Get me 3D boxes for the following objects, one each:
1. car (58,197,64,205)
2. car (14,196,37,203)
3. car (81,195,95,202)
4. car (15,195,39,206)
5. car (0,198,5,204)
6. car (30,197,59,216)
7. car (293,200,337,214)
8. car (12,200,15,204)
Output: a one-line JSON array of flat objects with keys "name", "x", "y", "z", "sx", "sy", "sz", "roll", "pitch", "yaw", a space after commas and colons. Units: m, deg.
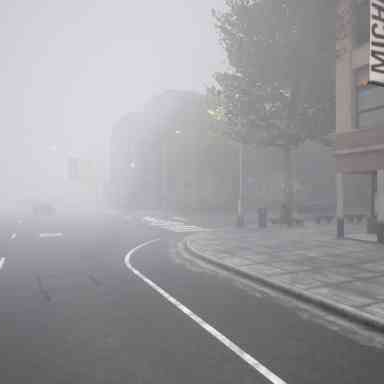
[{"name": "car", "x": -23.602, "y": 1.525, "z": 57.439, "sx": 1.812, "sy": 1.442, "sz": 4.674, "roll": 0, "pitch": 0, "yaw": -7}, {"name": "car", "x": -34.258, "y": 1.495, "z": 68.529, "sx": 1.837, "sy": 1.490, "sz": 4.892, "roll": 0, "pitch": 0, "yaw": 5}, {"name": "car", "x": -24.375, "y": 1.524, "z": 79.043, "sx": 1.812, "sy": 1.442, "sz": 4.674, "roll": 0, "pitch": 0, "yaw": 25}, {"name": "car", "x": -26.701, "y": 1.491, "z": 54.544, "sx": 2.128, "sy": 1.511, "sz": 4.902, "roll": 0, "pitch": 0, "yaw": -11}, {"name": "car", "x": -37.796, "y": 1.594, "z": 63.089, "sx": 1.895, "sy": 1.301, "sz": 4.718, "roll": 0, "pitch": 0, "yaw": 4}, {"name": "car", "x": -14.707, "y": 1.525, "z": 33.000, "sx": 1.812, "sy": 1.442, "sz": 4.674, "roll": 0, "pitch": 0, "yaw": -28}, {"name": "car", "x": 12.999, "y": 1.547, "z": 34.918, "sx": 5.357, "sy": 1.411, "sz": 2.033, "roll": 0, "pitch": 0, "yaw": -26}, {"name": "car", "x": -31.117, "y": 1.598, "z": 61.004, "sx": 1.895, "sy": 1.301, "sz": 4.718, "roll": 0, "pitch": 0, "yaw": -1}]
